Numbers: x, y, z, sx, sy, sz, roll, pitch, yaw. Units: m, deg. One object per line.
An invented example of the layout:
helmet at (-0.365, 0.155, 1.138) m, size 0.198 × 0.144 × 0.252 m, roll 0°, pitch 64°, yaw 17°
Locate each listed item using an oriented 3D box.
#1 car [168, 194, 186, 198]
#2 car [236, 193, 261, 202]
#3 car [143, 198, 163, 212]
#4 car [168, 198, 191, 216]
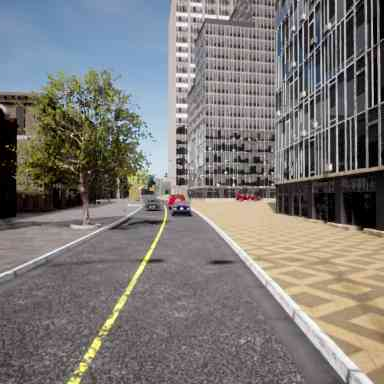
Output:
car at (-1.952, 1.230, 43.245) m, size 2.150 × 2.045 × 5.566 m, roll 0°, pitch 0°, yaw -5°
car at (11.588, 1.213, 68.747) m, size 5.009 × 1.841 × 2.192 m, roll 0°, pitch -1°, yaw 13°
car at (-4.540, 1.509, 39.009) m, size 1.837 × 1.490 × 4.892 m, roll 0°, pitch 0°, yaw -5°
car at (-1.097, 1.555, 32.566) m, size 2.033 × 1.411 × 5.357 m, roll 0°, pitch 0°, yaw -4°
